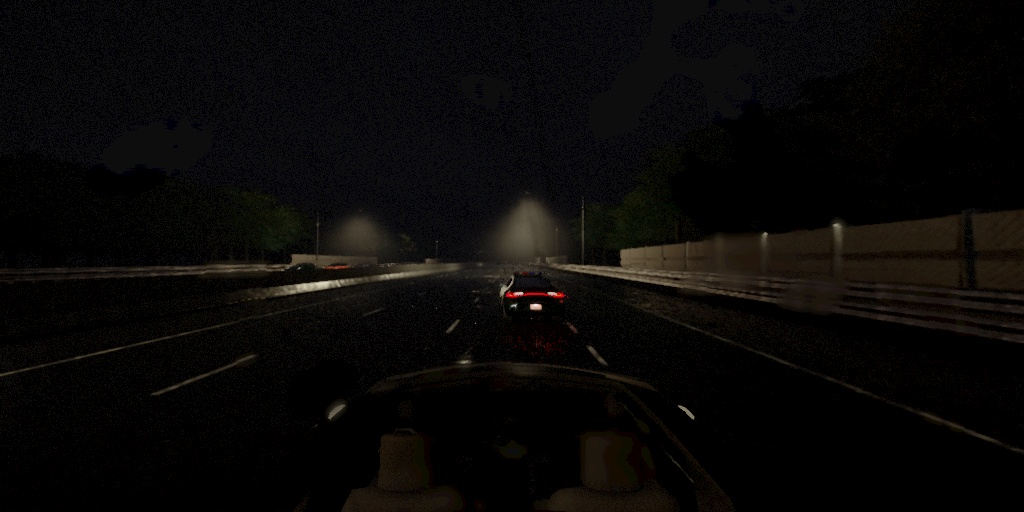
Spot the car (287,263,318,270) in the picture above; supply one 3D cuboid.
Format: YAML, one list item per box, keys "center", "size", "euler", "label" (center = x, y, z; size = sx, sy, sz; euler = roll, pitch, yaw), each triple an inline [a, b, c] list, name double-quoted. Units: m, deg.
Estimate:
- center: [-28.068, 1.681, 48.065]
  size: [2.097, 1.767, 4.553]
  euler: [0, -1, 0]
  label: "car"

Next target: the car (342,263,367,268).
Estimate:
- center: [-21.059, 1.907, 50.042]
  size: [2.033, 1.411, 5.357]
  euler: [0, -1, 1]
  label: "car"

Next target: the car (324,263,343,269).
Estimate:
- center: [-24.557, 1.717, 50.370]
  size: [2.097, 1.767, 4.553]
  euler: [0, -1, 0]
  label: "car"

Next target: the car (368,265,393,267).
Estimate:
- center: [-17.563, 1.907, 49.976]
  size: [2.033, 1.411, 5.357]
  euler: [0, -1, 0]
  label: "car"

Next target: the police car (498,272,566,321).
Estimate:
- center: [0.549, 1.392, 13.200]
  size: [2.038, 1.542, 4.974]
  euler: [1, -1, -4]
  label: "police car"
